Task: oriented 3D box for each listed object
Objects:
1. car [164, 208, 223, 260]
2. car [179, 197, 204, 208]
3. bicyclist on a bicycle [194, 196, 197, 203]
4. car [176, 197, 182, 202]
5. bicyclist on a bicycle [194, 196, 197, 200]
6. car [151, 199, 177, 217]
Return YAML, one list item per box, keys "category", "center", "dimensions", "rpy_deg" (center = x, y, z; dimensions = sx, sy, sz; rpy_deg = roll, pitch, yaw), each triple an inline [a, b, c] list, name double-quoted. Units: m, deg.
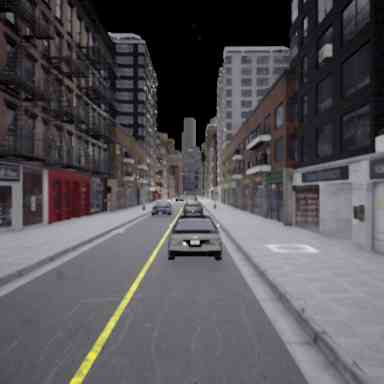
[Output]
- category: "car"
  center: [0.098, 1.567, 12.514]
  dimensions: [2.033, 1.411, 5.357]
  rpy_deg: [0, 0, 0]
- category: "car"
  center: [0.102, 1.549, 32.356]
  dimensions: [2.128, 1.511, 4.902]
  rpy_deg: [0, 0, 0]
- category: "bicyclist on a bicycle"
  center: [0.764, 1.612, 71.754]
  dimensions: [0.582, 1.620, 1.656]
  rpy_deg: [0, 0, 0]
- category: "car"
  center: [-2.738, 1.678, 73.821]
  dimensions: [1.895, 1.301, 4.718]
  rpy_deg: [0, 0, 0]
- category: "bicyclist on a bicycle"
  center: [0.765, 1.587, 62.755]
  dimensions: [0.582, 1.620, 1.656]
  rpy_deg: [0, 0, 0]
- category: "car"
  center: [-2.844, 1.606, 32.683]
  dimensions: [2.033, 1.411, 5.357]
  rpy_deg: [0, 0, 0]
